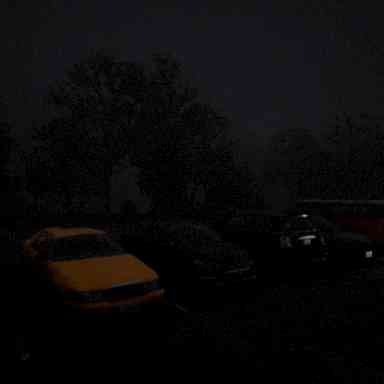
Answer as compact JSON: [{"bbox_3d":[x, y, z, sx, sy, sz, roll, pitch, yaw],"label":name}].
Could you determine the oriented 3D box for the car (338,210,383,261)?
[{"bbox_3d":[4.154,1.547,12.374,2.163,1.488,4.792,0,0,-35],"label":"car"}]

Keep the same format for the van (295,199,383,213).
[{"bbox_3d":[6.466,1.311,13.916,1.878,1.987,4.442,0,0,-36],"label":"van"}]

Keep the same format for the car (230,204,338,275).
[{"bbox_3d":[1.898,1.376,10.762,2.185,1.767,4.553,0,0,-36],"label":"car"}]

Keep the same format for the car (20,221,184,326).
[{"bbox_3d":[-2.529,1.478,7.415,1.946,1.575,5.366,0,0,-36],"label":"car"}]

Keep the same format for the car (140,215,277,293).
[{"bbox_3d":[-0.387,1.489,9.178,2.231,1.521,4.892,0,0,-36],"label":"car"}]
